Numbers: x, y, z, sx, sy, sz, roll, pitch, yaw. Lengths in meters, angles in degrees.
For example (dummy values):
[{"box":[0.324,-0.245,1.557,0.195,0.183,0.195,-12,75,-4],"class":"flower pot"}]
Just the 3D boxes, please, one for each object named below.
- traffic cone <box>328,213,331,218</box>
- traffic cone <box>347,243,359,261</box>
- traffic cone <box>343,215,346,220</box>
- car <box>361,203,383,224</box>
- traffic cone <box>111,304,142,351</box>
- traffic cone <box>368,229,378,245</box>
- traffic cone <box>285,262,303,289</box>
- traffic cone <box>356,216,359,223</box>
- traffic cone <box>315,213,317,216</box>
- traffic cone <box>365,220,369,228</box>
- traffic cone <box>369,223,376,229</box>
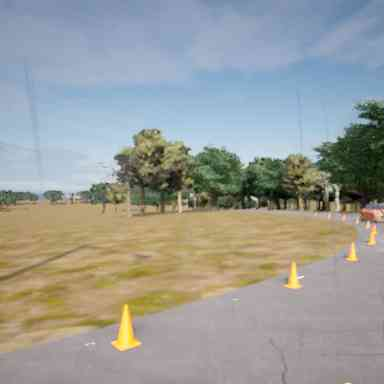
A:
[{"box":[15.628,2.652,37.775,0.340,0.580,0.340,-1,-2,4],"class":"traffic cone"},{"box":[5.658,2.081,11.704,0.340,0.580,0.340,-1,-1,39],"class":"traffic cone"},{"box":[15.119,2.508,33.028,0.340,0.580,0.340,-1,-2,9],"class":"traffic cone"},{"box":[16.487,1.786,29.149,2.097,1.767,4.553,-1,-2,13],"class":"car"},{"box":[-0.989,1.999,5.024,0.340,0.580,0.340,0,-1,-39],"class":"traffic cone"},{"box":[8.423,2.140,15.525,0.340,0.580,0.340,-1,-1,33],"class":"traffic cone"},{"box":[2.510,2.028,8.191,0.340,0.580,0.340,-1,-1,45],"class":"traffic cone"},{"box":[14.141,2.386,28.413,0.340,0.580,0.340,-1,-2,15],"class":"traffic cone"},{"box":[15.930,2.814,42.700,0.340,0.580,0.340,-1,-2,3],"class":"traffic cone"},{"box":[12.687,2.285,23.925,0.340,0.580,0.340,-1,-1,21],"class":"traffic cone"},{"box":[10.774,2.205,19.613,0.340,0.580,0.340,-1,-1,27],"class":"traffic cone"}]
